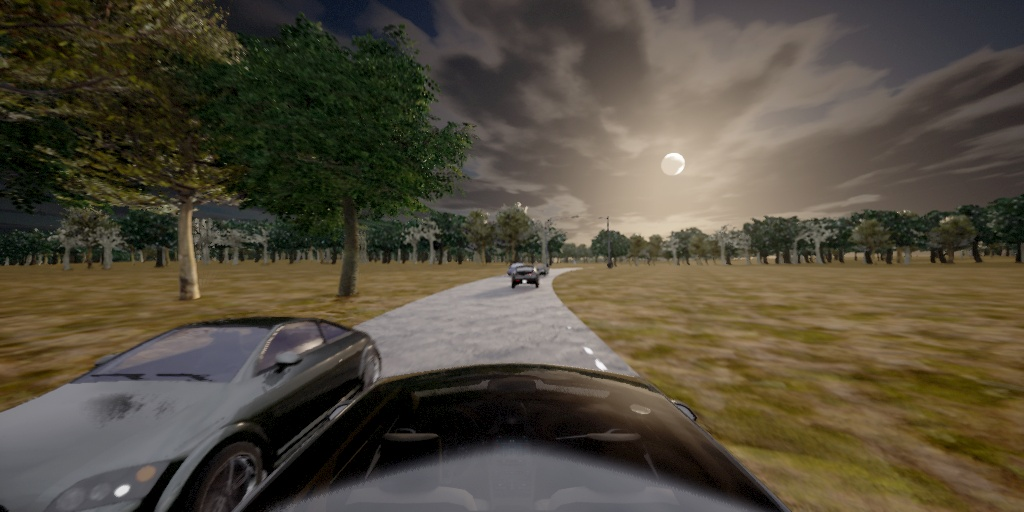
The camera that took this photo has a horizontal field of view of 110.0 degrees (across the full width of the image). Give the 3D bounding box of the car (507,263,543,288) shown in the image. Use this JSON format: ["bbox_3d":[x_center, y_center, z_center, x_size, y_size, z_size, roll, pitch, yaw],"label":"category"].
[{"bbox_3d":[1.022,1.393,25.292,1.837,1.490,4.892,-2,0,6],"label":"car"}]

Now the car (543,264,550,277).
[{"bbox_3d":[2.943,1.544,38.410,1.895,1.301,4.718,-2,0,11],"label":"car"}]

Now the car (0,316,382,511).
[{"bbox_3d":[-2.999,1.388,3.835,1.994,1.385,4.181,-1,-1,1],"label":"car"}]

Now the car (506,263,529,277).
[{"bbox_3d":[0.698,1.574,42.536,1.812,1.442,4.674,-2,-1,13],"label":"car"}]
